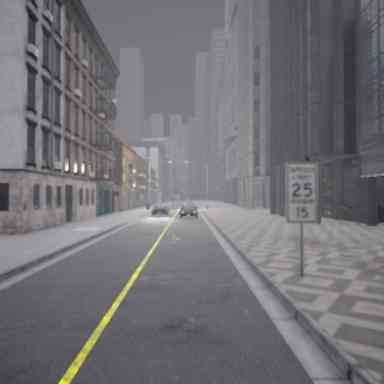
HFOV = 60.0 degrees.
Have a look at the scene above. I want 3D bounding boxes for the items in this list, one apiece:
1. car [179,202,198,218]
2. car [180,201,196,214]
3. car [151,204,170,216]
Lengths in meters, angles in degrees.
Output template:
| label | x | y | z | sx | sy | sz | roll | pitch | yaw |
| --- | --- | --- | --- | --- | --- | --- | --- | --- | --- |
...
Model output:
| label | x | y | z | sx | sy | sz | roll | pitch | yaw |
| --- | --- | --- | --- | --- | --- | --- | --- | --- | --- |
| car | -0.345 | 2.027 | 34.859 | 1.895 | 1.301 | 4.718 | 0 | -1 | 0 |
| car | -0.507 | 2.050 | 45.271 | 2.128 | 1.511 | 4.902 | 0 | -1 | 0 |
| car | -3.565 | 2.074 | 38.224 | 1.895 | 1.301 | 4.718 | 0 | -1 | -1 |
